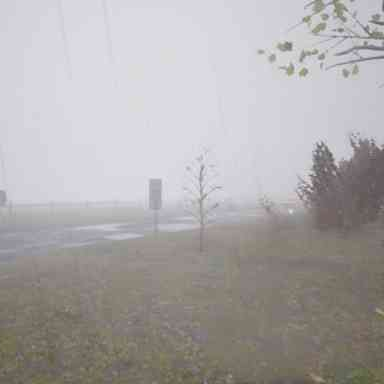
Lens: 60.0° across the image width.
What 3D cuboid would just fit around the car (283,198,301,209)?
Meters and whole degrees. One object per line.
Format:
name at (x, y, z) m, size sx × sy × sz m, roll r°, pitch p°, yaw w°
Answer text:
car at (14.721, 1.596, 49.406) m, size 1.882 × 1.535 × 5.008 m, roll 0°, pitch 0°, yaw 35°
